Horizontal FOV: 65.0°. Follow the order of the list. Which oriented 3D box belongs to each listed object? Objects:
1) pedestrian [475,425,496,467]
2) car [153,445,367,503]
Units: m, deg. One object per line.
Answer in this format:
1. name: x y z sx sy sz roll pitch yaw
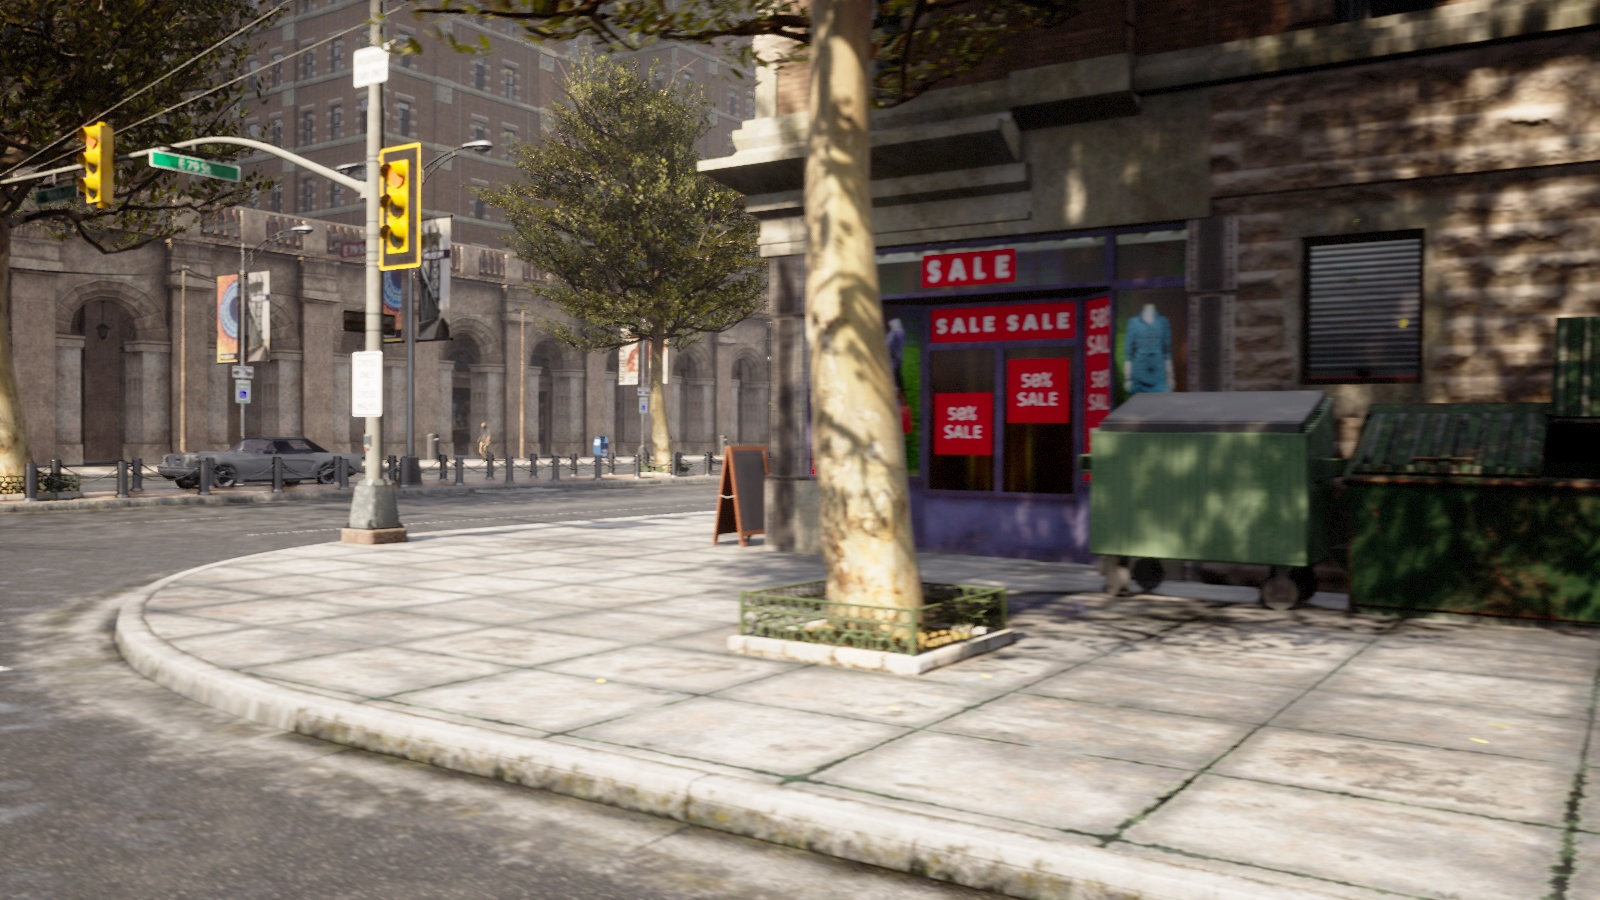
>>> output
1. pedestrian: -14.043 -0.179 56.086 0.540 1.848 0.694 0 1 34
2. car: -13.703 0.566 32.153 1.895 1.301 4.718 0 1 35
